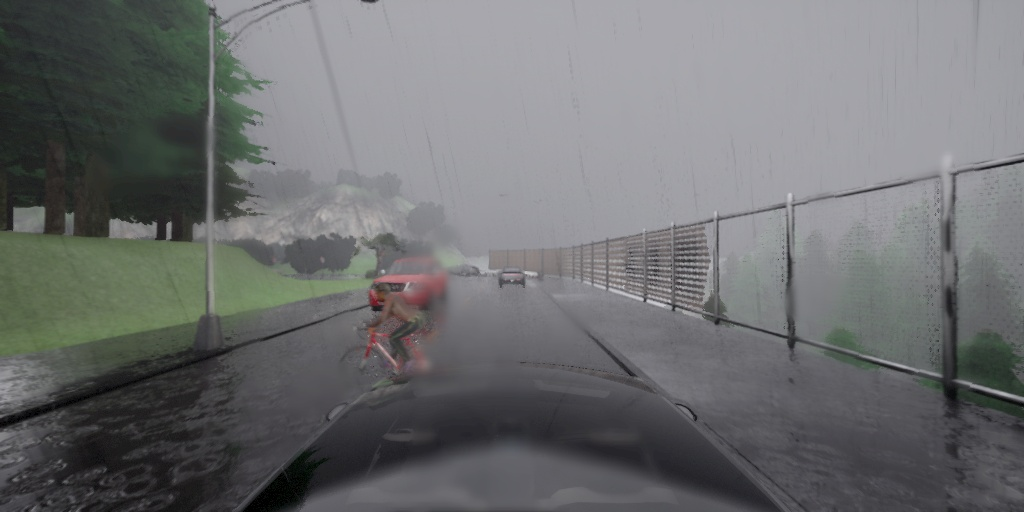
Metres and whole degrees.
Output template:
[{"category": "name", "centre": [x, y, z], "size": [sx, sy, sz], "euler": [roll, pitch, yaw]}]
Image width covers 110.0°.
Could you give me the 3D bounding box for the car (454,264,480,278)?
[{"category": "car", "centre": [-6.002, 1.690, 41.544], "size": [4.902, 1.511, 2.128], "euler": [0, -1, 33]}]

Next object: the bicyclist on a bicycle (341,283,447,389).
[{"category": "bicyclist on a bicycle", "centre": [-1.824, 1.244, 5.512], "size": [1.656, 1.620, 0.582], "euler": [-1, -1, 0]}]

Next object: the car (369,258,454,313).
[{"category": "car", "centre": [-4.126, 1.122, 15.305], "size": [2.150, 2.045, 5.566], "euler": [0, 0, 0]}]

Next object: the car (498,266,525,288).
[{"category": "car", "centre": [-0.021, 1.524, 27.075], "size": [2.128, 1.511, 4.902], "euler": [0, -1, -1]}]
